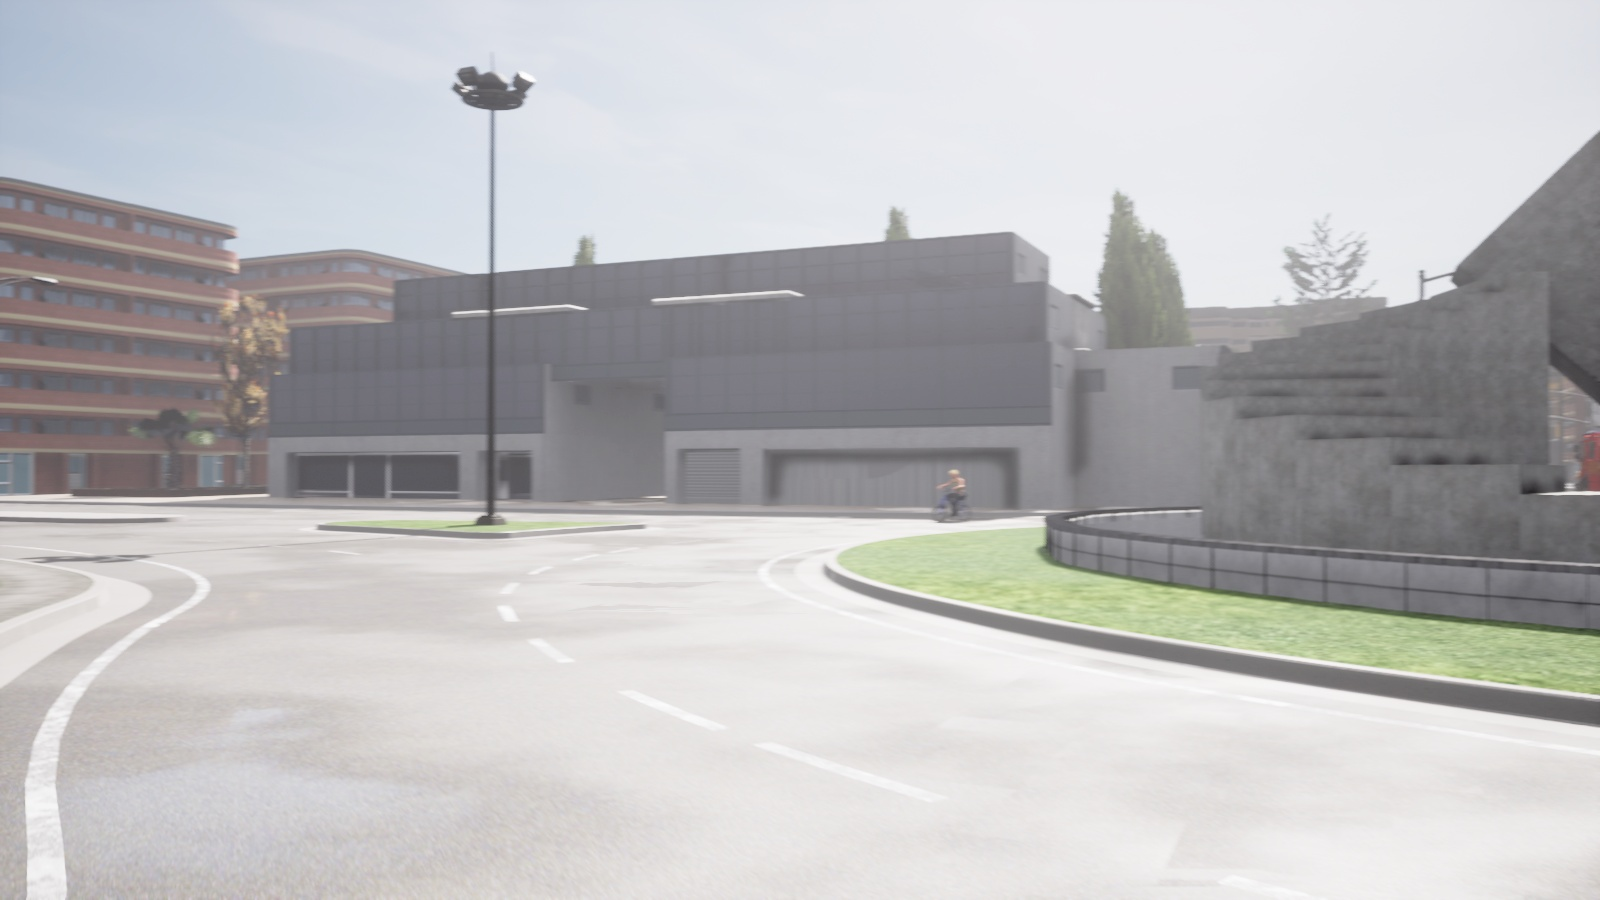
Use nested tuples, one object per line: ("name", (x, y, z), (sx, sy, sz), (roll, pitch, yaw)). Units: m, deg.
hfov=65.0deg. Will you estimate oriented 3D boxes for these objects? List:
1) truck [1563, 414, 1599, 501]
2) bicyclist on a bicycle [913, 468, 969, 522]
("truck", (38.119, 0.348, 58.671), (2.891, 3.827, 8.468), (-1, -1, 22))
("bicyclist on a bicycle", (4.357, 1.373, 38.747), (1.509, 1.612, 0.866), (0, 0, -33))
